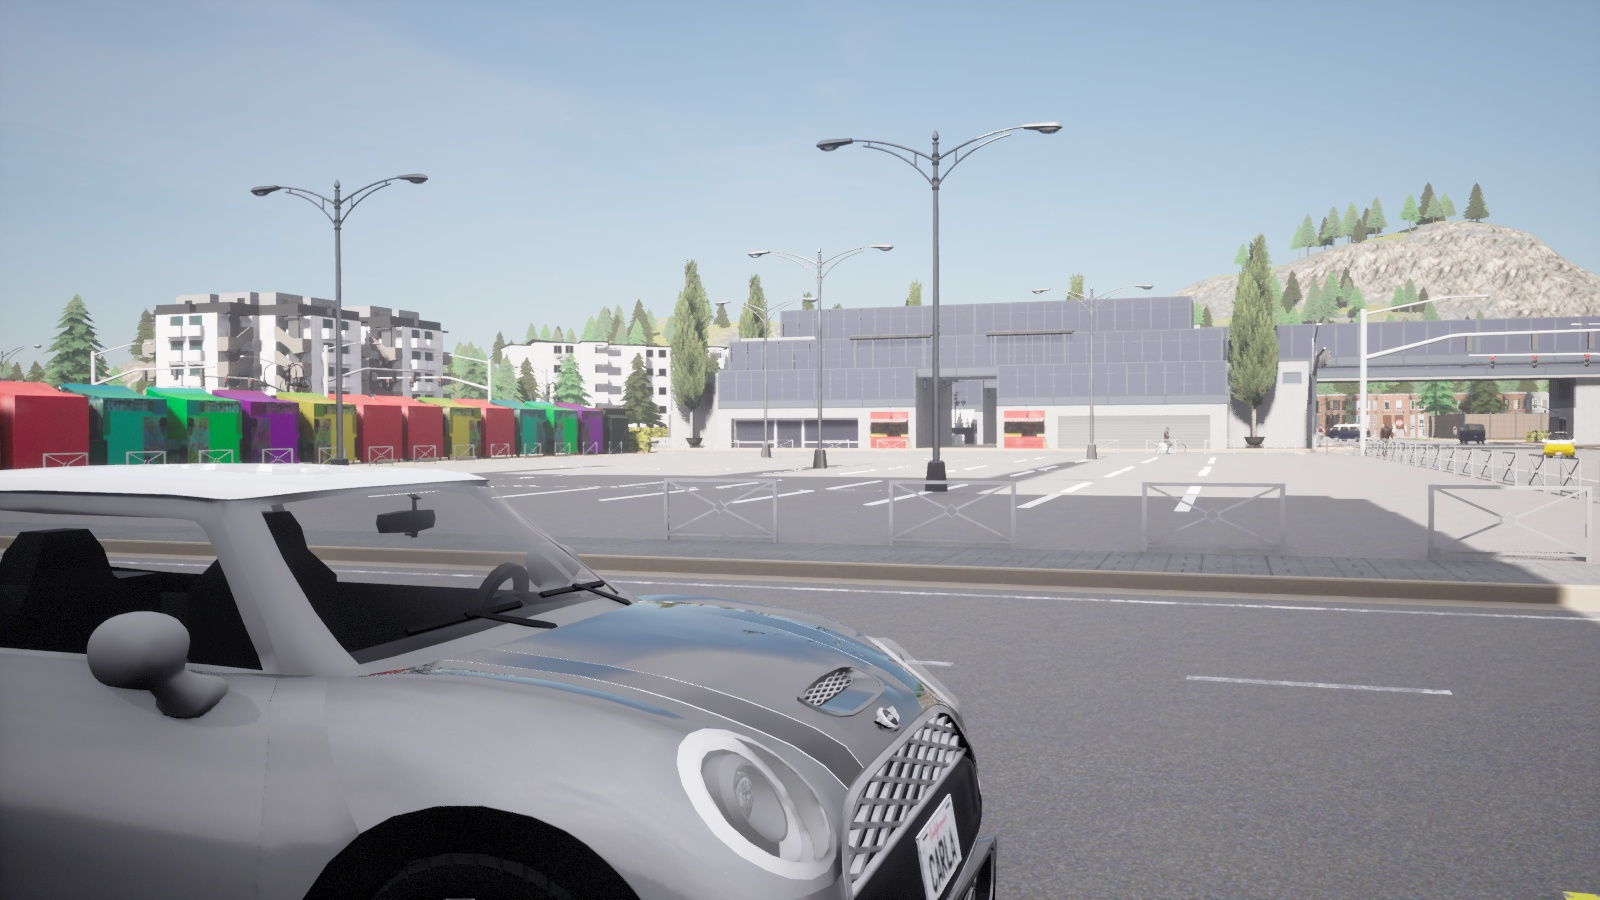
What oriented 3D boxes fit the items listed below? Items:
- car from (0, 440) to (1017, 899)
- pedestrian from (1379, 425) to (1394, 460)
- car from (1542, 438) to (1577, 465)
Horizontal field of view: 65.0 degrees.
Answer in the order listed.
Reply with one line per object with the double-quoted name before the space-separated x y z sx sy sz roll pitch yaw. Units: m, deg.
"car" -1.428 0.728 3.672 3.806 1.475 1.970 1 1 18
"pedestrian" 30.738 -0.398 65.827 0.431 1.840 0.703 0 1 0
"car" 39.171 0.046 64.816 1.481 1.376 2.207 0 1 30
